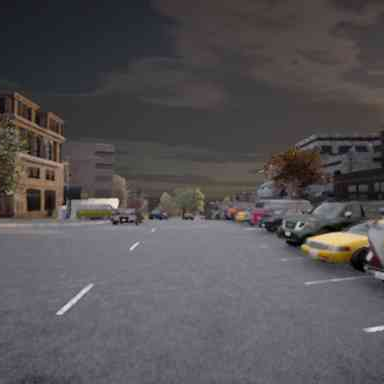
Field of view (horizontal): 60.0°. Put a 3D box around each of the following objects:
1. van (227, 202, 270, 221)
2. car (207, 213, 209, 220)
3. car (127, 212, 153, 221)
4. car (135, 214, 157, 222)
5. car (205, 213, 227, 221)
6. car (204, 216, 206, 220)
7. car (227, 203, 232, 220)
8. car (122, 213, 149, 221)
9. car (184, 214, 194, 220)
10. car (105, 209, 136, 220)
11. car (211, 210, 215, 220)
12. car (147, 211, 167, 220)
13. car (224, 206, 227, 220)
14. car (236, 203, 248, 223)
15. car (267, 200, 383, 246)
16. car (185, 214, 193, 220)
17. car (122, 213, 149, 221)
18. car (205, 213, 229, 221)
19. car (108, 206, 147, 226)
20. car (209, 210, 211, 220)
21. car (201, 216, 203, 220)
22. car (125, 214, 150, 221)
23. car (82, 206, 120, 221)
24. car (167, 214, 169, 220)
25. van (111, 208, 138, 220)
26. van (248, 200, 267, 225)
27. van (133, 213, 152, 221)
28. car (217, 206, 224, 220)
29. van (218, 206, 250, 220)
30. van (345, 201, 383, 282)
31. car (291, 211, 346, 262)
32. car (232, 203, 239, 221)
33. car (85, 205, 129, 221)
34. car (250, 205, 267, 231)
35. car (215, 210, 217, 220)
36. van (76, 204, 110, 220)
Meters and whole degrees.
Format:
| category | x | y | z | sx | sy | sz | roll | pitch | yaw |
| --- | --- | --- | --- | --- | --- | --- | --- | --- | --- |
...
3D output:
| category | x | y | z | sx | sy | sz | roll | pitch | yaw |
| --- | --- | --- | --- | --- | --- | --- | --- | --- | --- |
| van | 6.368 | 2.247 | 37.563 | 4.442 | 1.987 | 1.878 | 2 | -4 | -20 |
| car | 5.948 | 4.319 | 60.895 | 4.892 | 1.521 | 2.231 | 3 | -6 | -21 |
| car | -12.213 | 5.759 | 78.315 | 5.566 | 2.045 | 2.435 | 1 | -6 | -21 |
| car | -12.480 | 7.001 | 90.229 | 5.566 | 2.045 | 2.435 | 1 | -6 | -21 |
| car | 5.600 | 5.840 | 78.427 | 4.553 | 1.767 | 2.185 | 3 | -7 | -21 |
| car | 5.884 | 4.595 | 66.778 | 5.566 | 2.045 | 2.435 | 3 | -6 | -21 |
| car | 6.313 | 2.130 | 31.660 | 4.892 | 1.521 | 2.231 | 2 | -3 | -20 |
| car | -12.238 | 5.415 | 72.282 | 5.366 | 1.575 | 1.946 | 1 | -6 | -21 |
| car | -0.573 | 5.028 | 67.289 | 1.895 | 1.301 | 4.718 | 0 | -5 | -1 |
| car | -11.735 | 3.680 | 54.487 | 4.553 | 1.767 | 2.185 | 1 | -5 | -21 |
| car | 6.091 | 3.573 | 52.128 | 5.008 | 1.535 | 2.097 | 3 | -5 | -21 |
| car | -5.375 | 3.519 | 50.446 | 2.033 | 1.411 | 5.357 | 0 | -5 | 0 |
| car | 6.290 | 2.288 | 34.583 | 5.008 | 1.535 | 2.097 | 2 | -4 | -20 |
| car | 6.356 | 1.874 | 25.817 | 4.892 | 1.521 | 2.231 | 2 | -2 | -20 |
| car | 6.380 | 1.347 | 14.099 | 5.566 | 2.045 | 2.435 | 1 | -1 | -20 |
| car | -0.766 | 5.818 | 77.313 | 1.895 | 1.301 | 4.718 | 0 | -6 | -1 |
| car | -11.838 | 5.136 | 69.438 | 5.366 | 1.575 | 1.946 | 1 | -6 | -21 |
| car | 5.682 | 5.675 | 75.499 | 5.008 | 1.535 | 2.097 | 3 | -6 | -21 |
| car | -5.182 | 2.014 | 27.290 | 1.994 | 1.385 | 4.181 | 0 | -2 | 0 |
| car | 5.970 | 3.936 | 57.978 | 4.553 | 1.767 | 2.185 | 3 | -5 | -21 |
| car | 5.473 | 6.436 | 84.261 | 4.553 | 1.767 | 2.185 | 3 | -7 | -21 |
| car | -12.299 | 5.706 | 75.260 | 5.366 | 1.575 | 1.946 | 1 | -6 | -21 |
| car | -11.644 | 2.726 | 42.535 | 4.553 | 1.767 | 2.185 | 1 | -5 | -21 |
| car | -5.548 | 4.728 | 64.758 | 1.812 | 1.442 | 4.674 | 0 | -5 | 0 |
| van | -11.704 | 3.835 | 57.517 | 4.442 | 1.987 | 1.878 | 1 | -5 | -21 |
| van | 6.476 | 1.551 | 22.943 | 4.442 | 1.987 | 1.878 | 2 | -3 | -20 |
| van | -12.427 | 6.396 | 84.237 | 4.442 | 1.987 | 1.878 | 1 | -6 | -21 |
| car | 6.198 | 2.922 | 43.343 | 4.674 | 1.452 | 2.002 | 2 | -4 | -21 |
| van | 6.233 | 3.117 | 49.263 | 4.442 | 1.987 | 1.878 | 2 | -5 | -21 |
| van | 6.308 | 1.323 | 8.192 | 4.442 | 1.987 | 1.878 | 1 | 0 | -20 |
| car | 6.236 | 1.568 | 11.106 | 5.366 | 1.575 | 1.946 | 1 | 0 | -20 |
| car | 6.501 | 1.993 | 28.809 | 5.366 | 1.575 | 1.946 | 2 | -3 | -20 |
| car | -11.628 | 2.832 | 45.557 | 5.566 | 2.045 | 2.435 | 1 | -5 | -21 |
| car | 6.371 | 1.696 | 19.974 | 4.892 | 1.521 | 2.231 | 1 | -2 | -20 |
| car | 6.163 | 3.147 | 46.274 | 4.674 | 1.452 | 2.002 | 2 | -5 | -21 |
| van | -11.470 | 2.409 | 39.610 | 4.442 | 1.987 | 1.878 | 1 | -4 | -21 |
